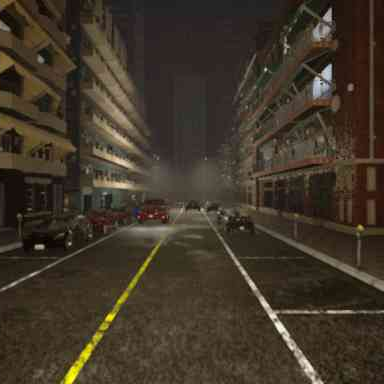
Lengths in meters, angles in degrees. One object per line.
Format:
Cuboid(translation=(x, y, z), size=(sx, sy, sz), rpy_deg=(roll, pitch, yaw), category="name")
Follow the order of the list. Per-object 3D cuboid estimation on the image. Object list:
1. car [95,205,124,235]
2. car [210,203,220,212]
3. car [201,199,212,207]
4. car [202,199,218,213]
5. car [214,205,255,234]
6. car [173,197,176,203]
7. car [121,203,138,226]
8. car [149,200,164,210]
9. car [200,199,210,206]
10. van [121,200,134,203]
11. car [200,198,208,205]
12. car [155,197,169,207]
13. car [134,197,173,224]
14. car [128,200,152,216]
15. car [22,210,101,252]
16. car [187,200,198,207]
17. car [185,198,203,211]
Cuboid(translation=(-5.695, 1.722, 20.118), size=(1.887, 1.381, 4.507), rpy_deg=(0, -1, 0), category="car")
Cuboid(translation=(2.686, 1.777, 25.627), size=(2.008, 1.369, 4.403), rpy_deg=(-1, -1, 0), category="car")
Cuboid(translation=(2.690, 2.121, 64.289), size=(1.887, 1.381, 4.507), rpy_deg=(-1, -1, 0), category="car")
Cuboid(translation=(2.688, 1.926, 42.197), size=(2.008, 1.369, 4.403), rpy_deg=(-1, -1, 0), category="car")
Cuboid(translation=(2.685, 1.728, 20.104), size=(2.008, 1.369, 4.403), rpy_deg=(-1, -1, 0), category="car")
Cuboid(translation=(-5.688, 2.363, 86.397), size=(1.802, 1.307, 4.206), rpy_deg=(-1, -1, 0), category="car")
Cuboid(translation=(-5.695, 1.771, 25.642), size=(1.887, 1.381, 4.507), rpy_deg=(0, -1, 0), category="car")
Cuboid(translation=(-5.692, 2.041, 53.258), size=(1.947, 1.339, 4.313), rpy_deg=(-1, -1, 0), category="car")
Cuboid(translation=(2.691, 2.178, 69.812), size=(2.008, 1.369, 4.403), rpy_deg=(-1, -1, 0), category="car")
Cuboid(translation=(-5.696, 1.617, 31.167), size=(1.690, 1.788, 3.998), rpy_deg=(-1, -1, 0), category="van")
Cuboid(translation=(2.691, 2.205, 75.506), size=(1.752, 1.417, 4.829), rpy_deg=(-1, -1, 0), category="car")
Cuboid(translation=(-5.693, 1.892, 64.305), size=(2.192, 1.841, 5.009), rpy_deg=(-1, -1, 0), category="car")
Cuboid(translation=(-3.015, 1.467, 27.261), size=(2.150, 2.045, 5.566), rpy_deg=(0, -1, 0), category="car")
Cuboid(translation=(-5.695, 1.765, 36.689), size=(1.967, 1.590, 4.097), rpy_deg=(-1, -1, 0), category="car")
Cuboid(translation=(-5.696, 1.695, 14.594), size=(1.947, 1.339, 4.313), rpy_deg=(0, -1, 0), category="car")
Cuboid(translation=(0.109, 2.122, 62.452), size=(1.994, 1.385, 4.181), rpy_deg=(0, -1, 0), category="car")
Cuboid(translation=(0.106, 1.772, 47.236), size=(2.097, 1.767, 4.553), rpy_deg=(0, -1, -1), category="car")
